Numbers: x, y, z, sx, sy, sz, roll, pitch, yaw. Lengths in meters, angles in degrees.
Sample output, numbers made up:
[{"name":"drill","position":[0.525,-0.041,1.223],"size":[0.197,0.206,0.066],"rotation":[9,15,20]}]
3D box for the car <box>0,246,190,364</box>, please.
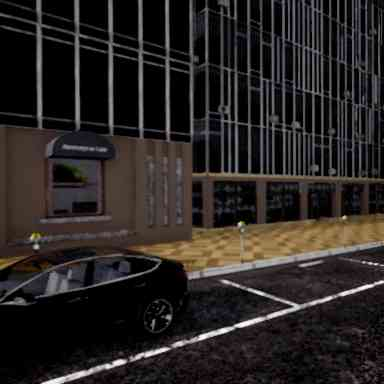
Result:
[{"name":"car","position":[-2.033,1.578,5.124],"size":[4.313,1.339,1.947],"rotation":[1,-1,-35]}]
